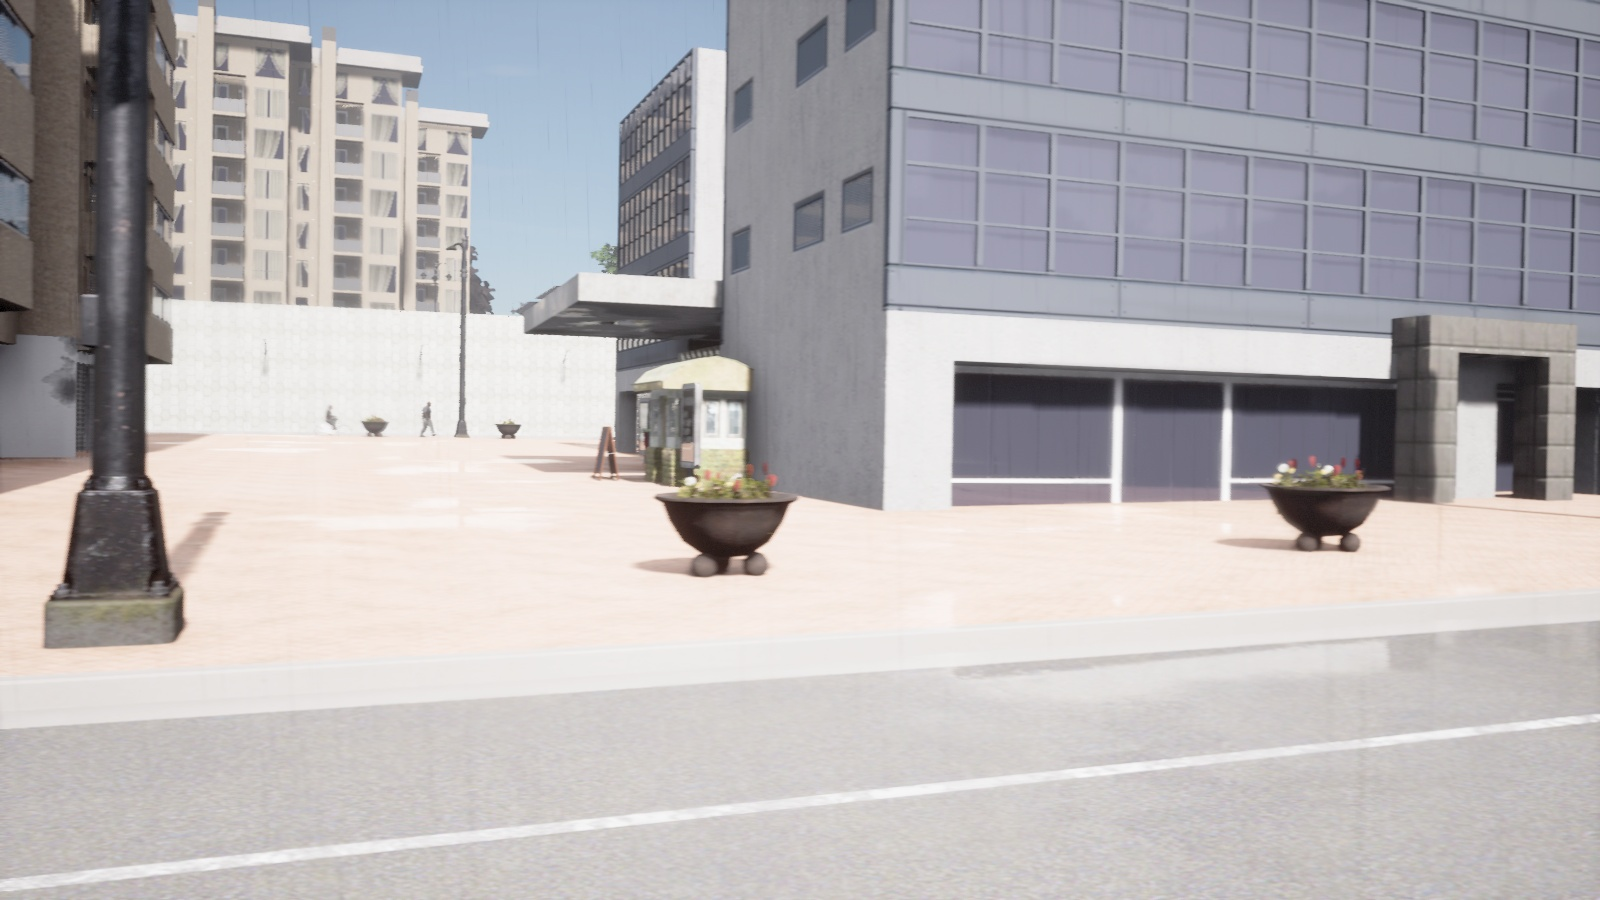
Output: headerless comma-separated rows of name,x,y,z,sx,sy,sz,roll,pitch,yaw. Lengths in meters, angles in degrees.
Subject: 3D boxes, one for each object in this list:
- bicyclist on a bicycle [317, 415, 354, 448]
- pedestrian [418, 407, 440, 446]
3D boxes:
bicyclist on a bicycle,-24.898,-0.988,67.314,1.843,1.776,0.659,-1,1,-19
pedestrian,-18.414,-1.159,62.277,0.849,1.883,0.563,0,1,17
